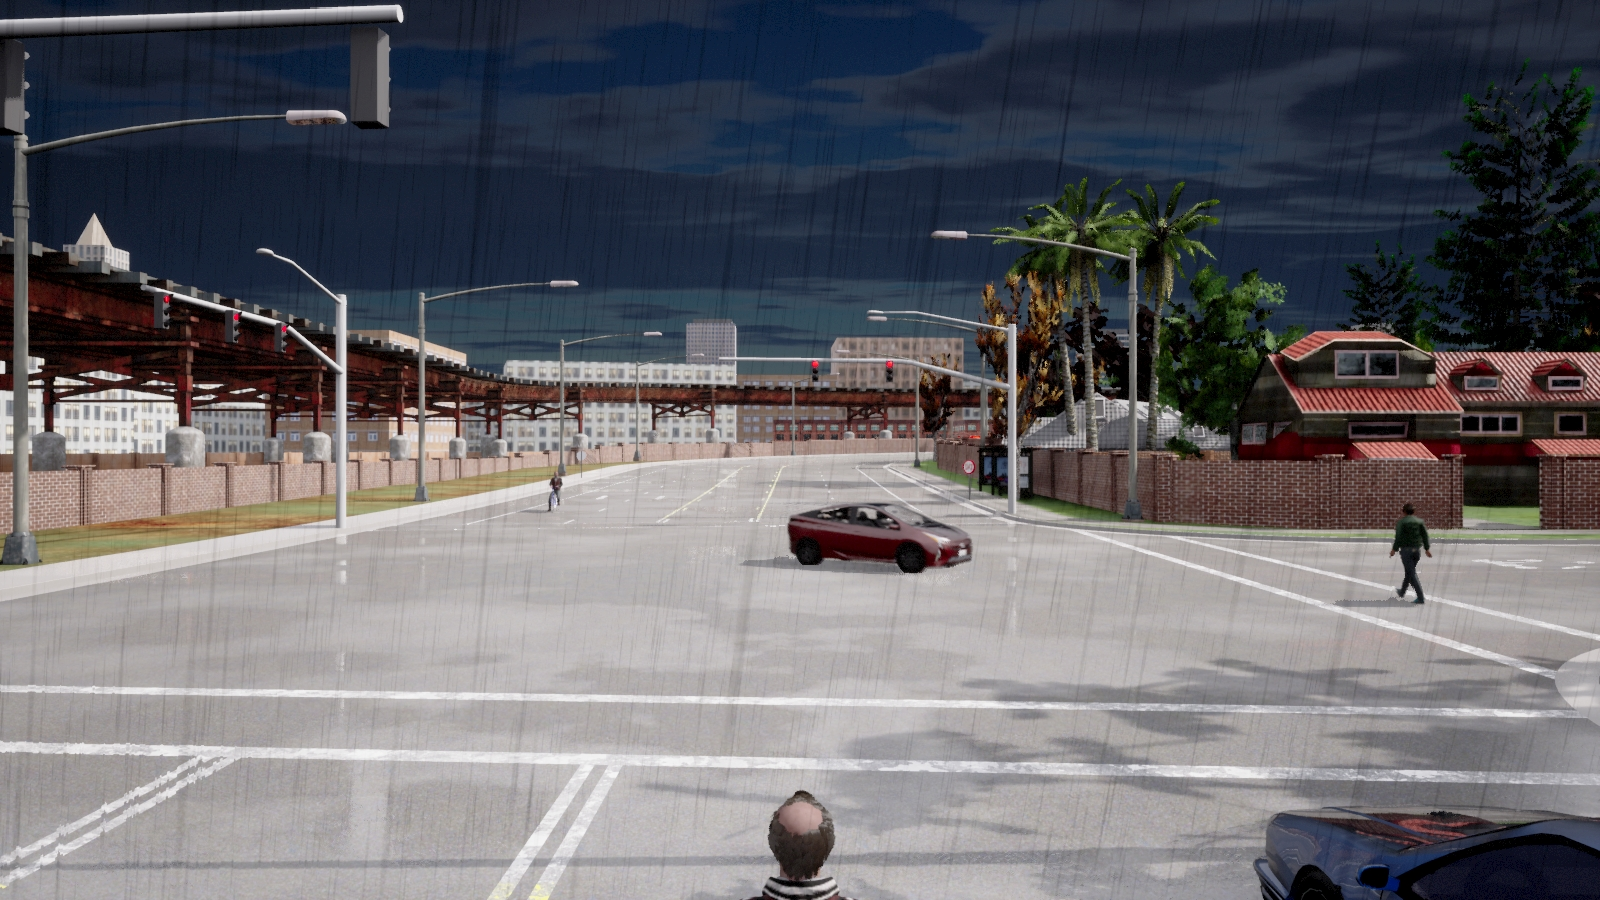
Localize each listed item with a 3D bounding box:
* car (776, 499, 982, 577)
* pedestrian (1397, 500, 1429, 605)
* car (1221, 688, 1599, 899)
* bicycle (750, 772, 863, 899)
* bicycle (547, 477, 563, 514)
[{"bbox_3d":[1.840,2.024,27.188,4.514,1.525,2.007,0,0,35],"label":"car"},{"bbox_3d":[11.093,1.848,20.674,0.375,1.860,0.375,0,0,-3],"label":"pedestrian"},{"bbox_3d":[3.467,2.106,4.038,2.033,1.411,5.357,0,0,1],"label":"car"},{"bbox_3d":[0.019,2.048,3.681,0.329,1.496,1.835,0,0,0],"label":"bicycle"},{"bbox_3d":[-10.519,1.934,49.111,0.329,1.496,1.835,0,0,0],"label":"bicycle"}]
